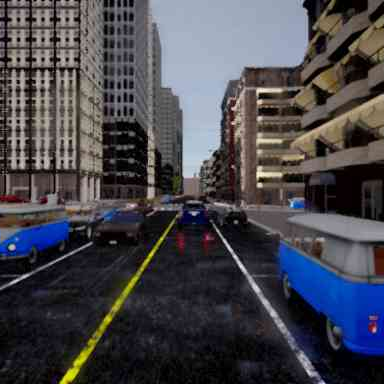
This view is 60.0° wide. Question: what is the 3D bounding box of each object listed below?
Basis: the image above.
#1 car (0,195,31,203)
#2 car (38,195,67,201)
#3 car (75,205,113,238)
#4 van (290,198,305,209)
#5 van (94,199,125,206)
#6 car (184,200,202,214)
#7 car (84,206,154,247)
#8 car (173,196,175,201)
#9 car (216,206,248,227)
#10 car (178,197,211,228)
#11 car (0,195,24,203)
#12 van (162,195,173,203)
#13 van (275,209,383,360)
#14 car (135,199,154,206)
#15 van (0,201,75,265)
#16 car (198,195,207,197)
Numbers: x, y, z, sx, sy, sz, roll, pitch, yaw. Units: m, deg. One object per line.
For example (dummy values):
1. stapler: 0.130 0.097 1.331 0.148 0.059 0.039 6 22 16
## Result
1. car: -26.636 1.254 50.527 4.206 1.307 1.802 1 -1 0
2. car: -21.059 1.219 50.535 4.097 1.590 1.967 1 -1 0
3. car: -5.666 1.599 17.135 2.008 1.369 4.403 0 0 0
4. van: 17.002 1.856 50.430 3.998 1.788 1.690 1 -1 0
5. van: -5.658 1.406 22.784 1.690 1.788 3.998 0 0 0
6. car: 0.154 1.677 38.465 1.994 1.385 4.181 0 0 0
7. car: -3.078 1.591 15.659 2.033 1.411 5.357 0 0 0
8. car: -5.557 1.833 94.237 1.752 1.417 4.829 0 0 0
9. car: 2.722 1.616 22.771 2.008 1.369 4.403 0 0 0
10. car: 0.132 1.416 22.731 2.097 1.767 4.553 0 0 0
11. car: -32.279 1.159 58.903 4.206 1.307 1.802 1 -1 0
12. van: -5.588 1.567 72.204 1.690 1.788 3.998 0 0 0
13. van: 2.698 1.357 5.827 1.690 1.788 3.998 0 0 0
14. car: -5.635 1.557 39.730 1.967 1.590 4.097 0 0 0
15. van: -5.675 1.373 11.487 1.690 1.788 3.998 0 0 0
16. car: 2.815 1.603 88.847 2.192 1.841 5.009 0 0 0
